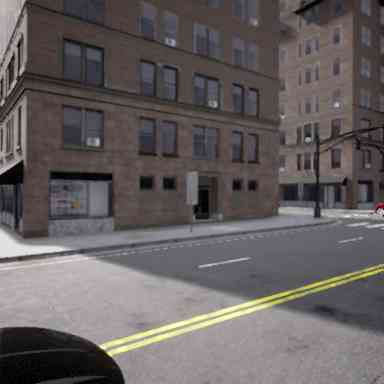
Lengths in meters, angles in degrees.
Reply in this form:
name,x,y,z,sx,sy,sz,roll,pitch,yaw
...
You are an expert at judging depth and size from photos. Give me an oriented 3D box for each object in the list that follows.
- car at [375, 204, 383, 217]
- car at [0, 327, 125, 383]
name,x,y,z,sx,sy,sz,roll,pitch,yaw
car,16.124,1.193,24.819,1.882,1.535,5.008,1,0,-18
car,-2.723,1.492,1.494,5.008,1.535,1.882,0,0,-36
